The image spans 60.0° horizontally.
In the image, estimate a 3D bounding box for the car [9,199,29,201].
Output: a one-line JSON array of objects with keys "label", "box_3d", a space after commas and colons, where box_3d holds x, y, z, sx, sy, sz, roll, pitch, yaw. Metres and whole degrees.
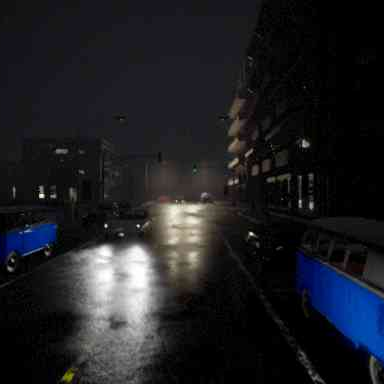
[{"label": "car", "box_3d": [-25.201, 1.637, 47.582, 4.313, 1.339, 1.947, 0, 0, 1]}]

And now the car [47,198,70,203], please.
[{"label": "car", "box_3d": [-19.719, 1.596, 47.507, 4.403, 1.369, 2.008, 0, 0, 1]}]

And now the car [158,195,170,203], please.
[{"label": "car", "box_3d": [-5.681, 1.422, 65.257, 1.802, 1.307, 4.206, 1, 0, 0]}]

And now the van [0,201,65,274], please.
[{"label": "van", "box_3d": [-5.645, 1.323, 10.255, 1.690, 1.788, 3.998, 1, 0, 0]}]

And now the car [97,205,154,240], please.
[{"label": "car", "box_3d": [-3.091, 1.568, 16.893, 1.895, 1.301, 4.718, 0, 0, 0]}]

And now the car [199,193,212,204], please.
[{"label": "car", "box_3d": [2.700, 1.408, 59.713, 2.008, 1.369, 4.403, 1, 0, 0]}]

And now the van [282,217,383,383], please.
[{"label": "van", "box_3d": [2.703, 1.333, 4.642, 1.690, 1.788, 3.998, 1, 0, 0]}]

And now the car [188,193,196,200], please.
[{"label": "car", "box_3d": [-0.002, 1.301, 89.579, 1.994, 1.385, 4.181, 0, 0, 0]}]

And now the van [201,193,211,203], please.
[{"label": "van", "box_3d": [2.702, 1.180, 65.292, 1.690, 1.788, 3.998, 1, 0, 0]}]

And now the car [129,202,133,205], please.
[{"label": "car", "box_3d": [-5.648, 1.491, 27.193, 1.887, 1.381, 4.507, 1, 0, 0]}]

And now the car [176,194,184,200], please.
[{"label": "car", "box_3d": [-3.003, 1.262, 82.343, 1.882, 1.535, 5.008, 0, 0, 0]}]

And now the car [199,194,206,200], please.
[{"label": "car", "box_3d": [2.700, 1.289, 87.785, 1.752, 1.417, 4.829, 1, 0, 0]}]

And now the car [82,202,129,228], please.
[{"label": "car", "box_3d": [-5.646, 1.398, 21.547, 1.967, 1.590, 4.097, 1, 0, 0]}]

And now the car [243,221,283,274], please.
[{"label": "car", "box_3d": [2.700, 1.547, 10.289, 1.947, 1.339, 4.313, 1, 0, 0]}]

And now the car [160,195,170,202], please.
[{"label": "car", "box_3d": [-5.681, 1.367, 70.838, 1.887, 1.381, 4.507, 1, 0, 0]}]
